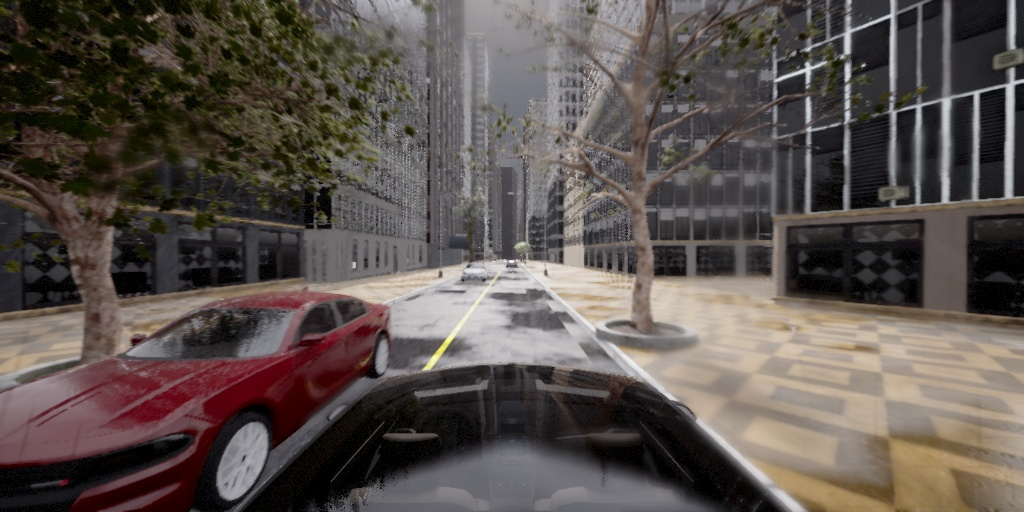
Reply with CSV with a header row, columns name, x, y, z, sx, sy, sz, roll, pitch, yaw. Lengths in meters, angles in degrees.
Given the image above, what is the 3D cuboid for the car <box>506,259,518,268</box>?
name,x,y,z,sx,sy,sz,roll,pitch,yaw
car,-0.007,1.347,61.109,2.033,1.411,5.357,0,0,0

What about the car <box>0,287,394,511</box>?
name,x,y,z,sx,sy,sz,roll,pitch,yaw
car,-3.084,1.227,4.529,1.882,1.535,5.008,0,0,0

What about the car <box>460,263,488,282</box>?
name,x,y,z,sx,sy,sz,roll,pitch,yaw
car,-3.005,1.293,29.617,1.812,1.442,4.674,0,0,0
